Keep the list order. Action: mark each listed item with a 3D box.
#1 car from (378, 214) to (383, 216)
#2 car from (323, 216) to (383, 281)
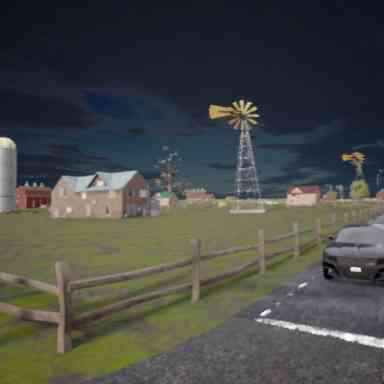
[{"bbox_3d":[11.767,1.995,19.703,2.033,1.411,5.357,-3,-3,34],"label":"car"},{"bbox_3d":[5.573,1.745,10.581,1.882,1.535,5.008,-3,-3,34],"label":"car"}]
